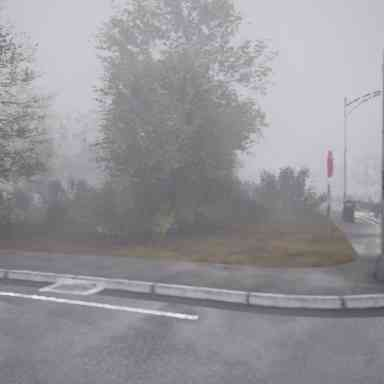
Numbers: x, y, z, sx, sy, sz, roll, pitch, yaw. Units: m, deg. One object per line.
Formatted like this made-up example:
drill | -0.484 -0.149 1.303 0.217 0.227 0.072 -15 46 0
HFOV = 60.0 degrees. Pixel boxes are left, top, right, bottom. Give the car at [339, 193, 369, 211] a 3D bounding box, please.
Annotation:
car | 16.339 0.997 32.768 1.882 1.535 5.008 0 0 11

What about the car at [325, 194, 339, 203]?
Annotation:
car | 21.714 1.006 51.882 2.033 1.411 5.357 0 0 -4

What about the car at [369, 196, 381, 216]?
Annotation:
car | 14.004 1.158 22.874 1.895 1.301 4.718 0 0 15

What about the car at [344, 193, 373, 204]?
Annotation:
car | 25.215 0.922 50.651 1.882 1.535 5.008 0 0 -1
